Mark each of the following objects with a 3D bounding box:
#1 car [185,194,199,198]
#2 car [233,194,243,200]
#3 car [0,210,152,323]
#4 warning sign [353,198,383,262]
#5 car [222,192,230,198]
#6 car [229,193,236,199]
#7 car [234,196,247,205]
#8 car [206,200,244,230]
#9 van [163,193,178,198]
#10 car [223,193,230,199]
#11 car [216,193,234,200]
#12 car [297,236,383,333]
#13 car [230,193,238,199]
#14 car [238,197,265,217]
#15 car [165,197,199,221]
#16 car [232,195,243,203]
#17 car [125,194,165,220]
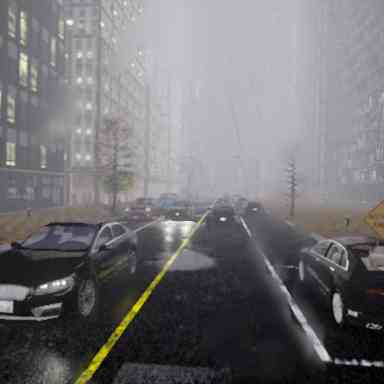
[{"bbox_3d":[-0.349,1.110,58.061,1.802,1.307,4.206,1,0,5],"label":"car"},{"bbox_3d":[6.931,1.332,46.037,1.947,1.339,4.313,1,0,5],"label":"car"},{"bbox_3d":[-2.539,1.384,7.274,2.128,1.511,4.902,1,0,5],"label":"car"},{"bbox_3d":[5.979,1.147,10.429,1.300,1.860,1.060,2,1,5],"label":"warning sign"},{"bbox_3d":[9.385,0.793,91.451,2.097,1.767,4.553,1,0,5],"label":"car"},{"bbox_3d":[11.196,1.004,91.147,1.752,1.417,4.829,1,0,5],"label":"car"},{"bbox_3d":[7.461,1.313,51.655,1.802,1.307,4.206,1,0,5],"label":"car"},{"bbox_3d":[1.885,1.441,20.114,1.994,1.385,4.181,1,0,5],"label":"car"},{"bbox_3d":[-2.471,1.011,35.594,1.690,1.788,3.998,1,0,5],"label":"van"},{"bbox_3d":[8.792,0.985,85.511,1.837,1.490,4.892,1,0,5],"label":"car"},{"bbox_3d":[4.240,1.286,45.072,1.994,1.385,4.181,1,0,5],"label":"car"},{"bbox_3d":[3.343,1.561,6.704,2.008,1.369,4.403,1,0,5],"label":"car"},{"bbox_3d":[10.648,1.061,85.360,1.887,1.381,4.507,1,0,5],"label":"car"},{"bbox_3d":[5.338,1.437,29.184,1.947,1.339,4.313,1,0,5],"label":"car"},{"bbox_3d":[-0.829,1.347,25.250,1.994,1.385,4.181,1,0,6],"label":"car"},{"bbox_3d":[8.524,1.226,62.890,1.947,1.339,4.313,1,0,5],"label":"car"},{"bbox_3d":[-3.533,1.179,24.363,1.967,1.590,4.097,1,0,5],"label":"car"}]
